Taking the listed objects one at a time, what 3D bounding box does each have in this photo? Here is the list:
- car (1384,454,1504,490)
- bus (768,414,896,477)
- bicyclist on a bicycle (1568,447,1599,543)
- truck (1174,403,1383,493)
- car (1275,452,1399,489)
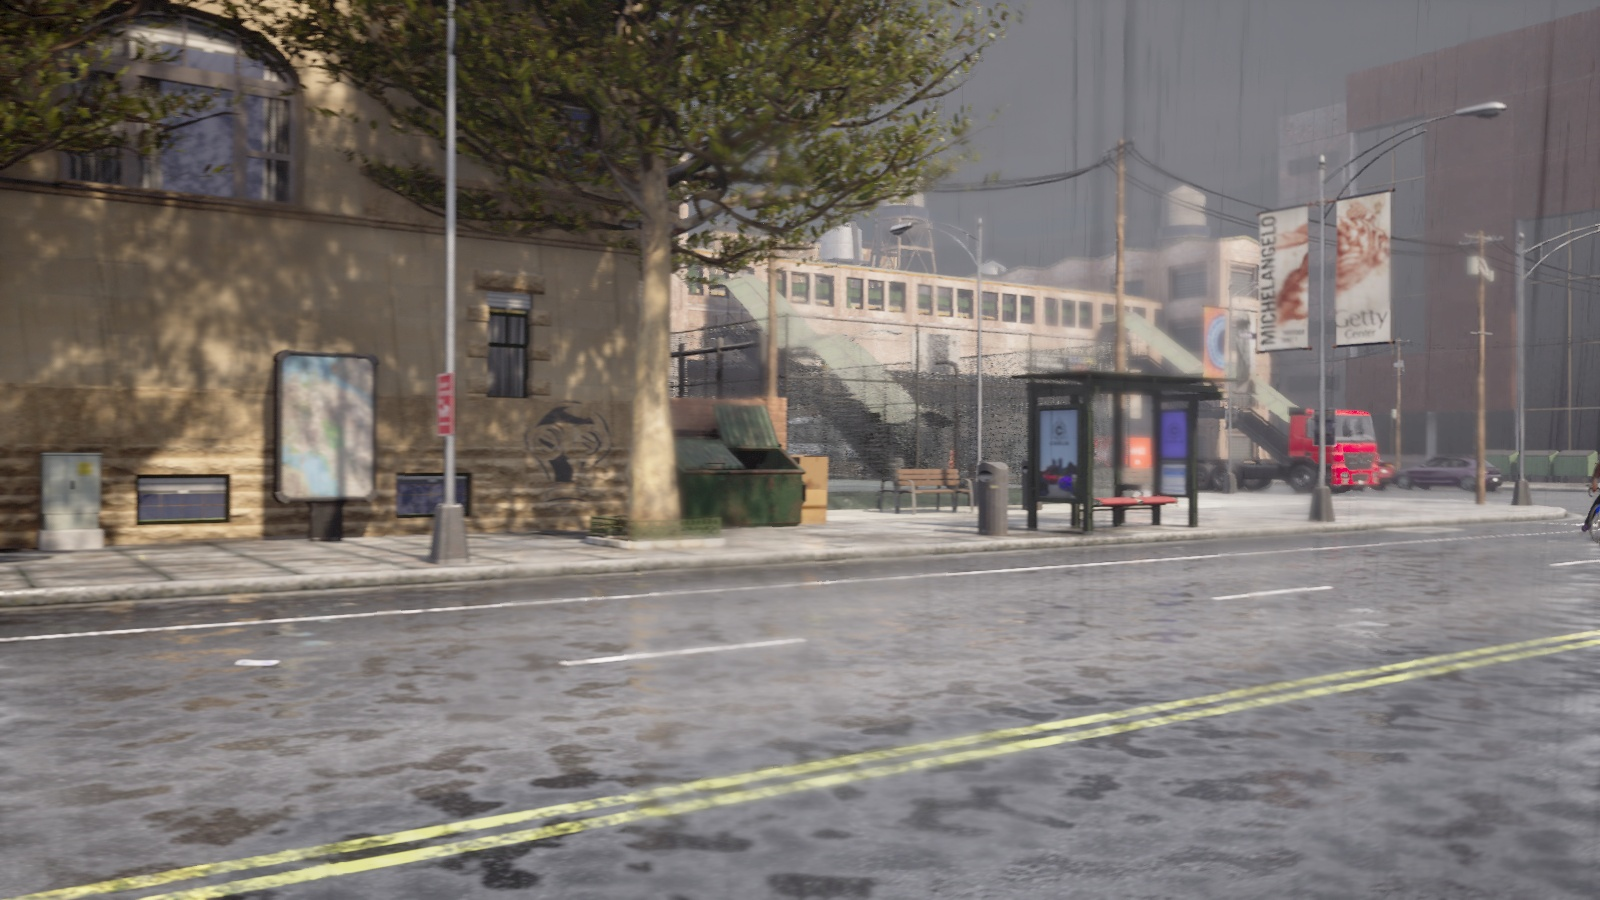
[{"bbox_3d":[27.402,0.909,53.511,1.816,1.474,4.193,0,0,-34],"label":"car"},{"bbox_3d":[2.132,-0.335,90.754,3.944,4.253,10.273,0,0,-34],"label":"bus"},{"bbox_3d":[14.218,0.758,22.083,1.656,1.620,0.582,-1,1,-35],"label":"bicyclist on a bicycle"},{"bbox_3d":[19.746,-0.084,52.375,2.891,3.462,7.936,0,0,-33],"label":"truck"},{"bbox_3d":[22.941,0.848,53.838,2.007,1.525,4.514,0,0,-34],"label":"car"}]
